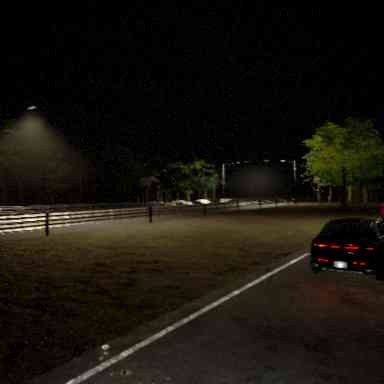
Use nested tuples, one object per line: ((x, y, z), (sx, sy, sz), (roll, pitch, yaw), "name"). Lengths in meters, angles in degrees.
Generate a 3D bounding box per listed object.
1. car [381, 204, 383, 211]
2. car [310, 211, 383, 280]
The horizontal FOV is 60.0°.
((15.666, 1.256, 24.881), (2.150, 2.045, 5.566), (-1, -1, 37), "car")
((5.035, 1.537, 10.191), (1.837, 1.490, 4.892), (-1, -1, 35), "car")
